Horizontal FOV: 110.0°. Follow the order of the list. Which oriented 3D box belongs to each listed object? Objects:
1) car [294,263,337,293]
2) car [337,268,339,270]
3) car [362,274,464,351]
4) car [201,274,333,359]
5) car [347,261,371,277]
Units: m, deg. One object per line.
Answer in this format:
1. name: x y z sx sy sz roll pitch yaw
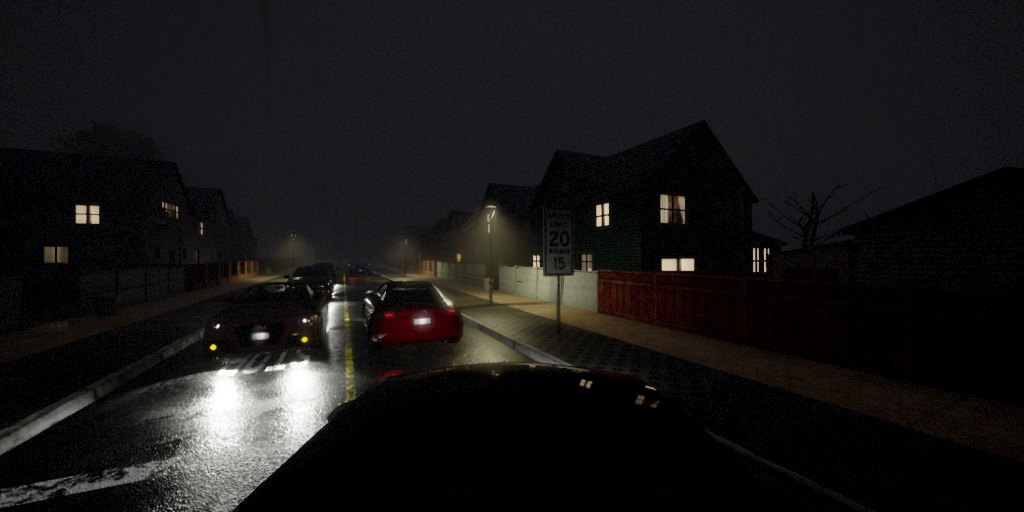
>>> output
1. car: -9.781 1.261 17.546 1.837 1.490 4.892 0 0 -25
2. car: -14.347 1.261 27.261 1.837 1.490 4.892 0 0 -25
3. car: -2.698 1.315 9.198 1.994 1.385 4.181 0 0 -25
4. car: -5.518 1.318 8.516 1.994 1.385 4.181 0 0 -24
5. car: -15.575 1.232 36.640 1.882 1.535 5.008 0 0 -25
